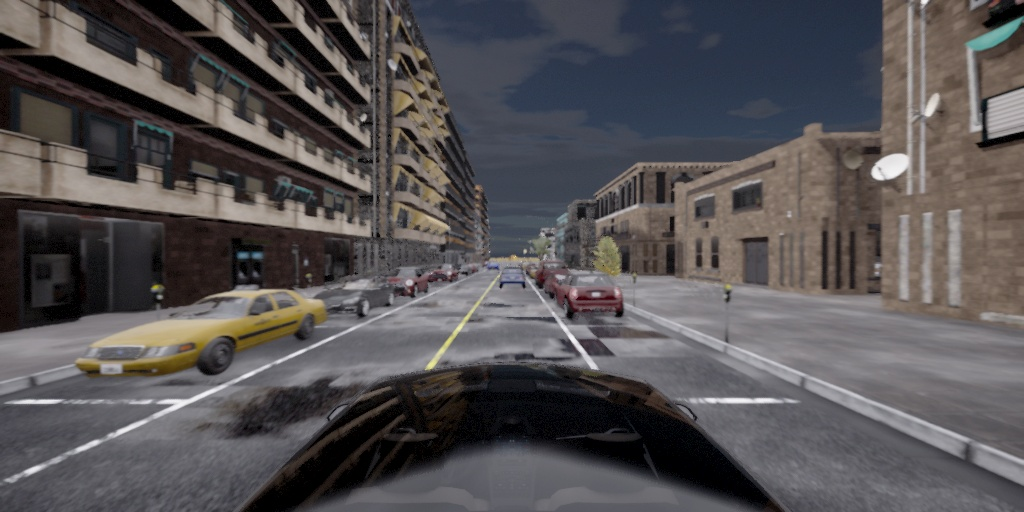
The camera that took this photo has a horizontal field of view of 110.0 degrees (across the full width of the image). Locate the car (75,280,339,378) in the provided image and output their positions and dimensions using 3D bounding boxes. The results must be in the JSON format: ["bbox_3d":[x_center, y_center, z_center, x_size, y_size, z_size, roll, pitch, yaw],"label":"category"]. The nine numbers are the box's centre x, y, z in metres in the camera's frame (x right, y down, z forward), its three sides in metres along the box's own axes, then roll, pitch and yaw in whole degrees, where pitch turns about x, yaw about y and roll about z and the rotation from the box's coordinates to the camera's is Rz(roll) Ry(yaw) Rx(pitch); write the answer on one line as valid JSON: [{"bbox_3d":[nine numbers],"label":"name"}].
[{"bbox_3d":[-5.767,1.326,7.571,1.751,1.417,4.829,0,0,0],"label":"car"}]

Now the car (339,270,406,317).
[{"bbox_3d":[-5.719,1.391,13.419,2.007,1.370,4.403,0,0,0],"label":"car"}]

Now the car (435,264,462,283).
[{"bbox_3d":[-5.721,1.403,30.450,1.967,1.591,4.097,0,0,0],"label":"car"}]

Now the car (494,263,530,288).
[{"bbox_3d":[0.045,1.469,25.691,2.033,1.411,5.357,0,0,0],"label":"car"}]

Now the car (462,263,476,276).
[{"bbox_3d":[-5.727,1.612,41.804,1.948,1.339,4.313,0,0,0],"label":"car"}]

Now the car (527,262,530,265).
[{"bbox_3d":[2.660,1.519,36.278,1.751,1.417,4.829,0,0,0],"label":"car"}]

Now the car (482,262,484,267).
[{"bbox_3d":[-5.738,1.681,53.159,2.007,1.370,4.403,0,0,0],"label":"car"}]

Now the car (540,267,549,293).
[{"bbox_3d":[2.676,1.452,19.076,1.802,1.307,4.207,0,0,0],"label":"car"}]

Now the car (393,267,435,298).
[{"bbox_3d":[-5.689,1.321,19.095,1.967,1.591,4.097,0,0,0],"label":"car"}]

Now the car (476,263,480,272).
[{"bbox_3d":[-5.732,1.633,47.482,1.888,1.381,4.507,0,0,0],"label":"car"}]

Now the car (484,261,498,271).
[{"bbox_3d":[-3.086,1.652,59.618,1.882,1.535,5.008,0,0,0],"label":"car"}]

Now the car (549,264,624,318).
[{"bbox_3d":[2.704,1.269,13.400,1.967,1.591,4.097,0,0,0],"label":"car"}]

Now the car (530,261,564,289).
[{"bbox_3d":[2.671,1.226,24.753,2.192,1.841,5.009,0,0,0],"label":"car"}]

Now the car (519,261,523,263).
[{"bbox_3d":[2.632,1.729,64.663,1.751,1.417,4.829,0,0,0],"label":"car"}]
